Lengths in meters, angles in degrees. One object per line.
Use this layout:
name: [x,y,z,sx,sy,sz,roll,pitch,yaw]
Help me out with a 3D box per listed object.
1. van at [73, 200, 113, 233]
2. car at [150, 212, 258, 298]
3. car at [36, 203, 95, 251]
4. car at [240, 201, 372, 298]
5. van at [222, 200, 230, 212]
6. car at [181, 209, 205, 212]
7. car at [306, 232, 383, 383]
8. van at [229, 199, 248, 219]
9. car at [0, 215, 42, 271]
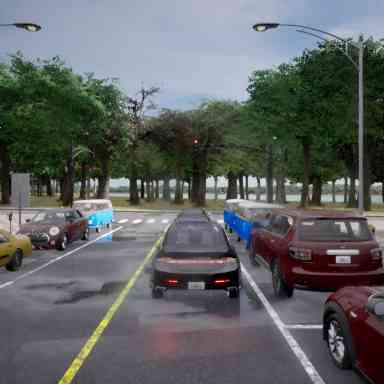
van: [-5.777,1.343,19.320,1.690,1.788,3.998,0,0,0]
car: [0.084,1.492,8.480,2.128,1.511,4.902,0,0,0]
car: [-5.774,1.441,13.882,1.967,1.590,4.097,0,0,0]
car: [2.755,1.315,8.450,2.192,1.841,5.009,0,0,0]
van: [2.748,1.343,19.325,1.690,1.788,3.998,0,0,0]
car: [0.045,1.565,17.399,1.994,1.385,4.181,0,0,1]
car: [2.759,1.440,3.012,1.967,1.590,4.097,0,0,0]
van: [2.751,1.342,13.888,1.690,1.788,3.998,0,0,0]
car: [-5.770,1.526,8.275,1.752,1.417,4.829,0,0,0]
